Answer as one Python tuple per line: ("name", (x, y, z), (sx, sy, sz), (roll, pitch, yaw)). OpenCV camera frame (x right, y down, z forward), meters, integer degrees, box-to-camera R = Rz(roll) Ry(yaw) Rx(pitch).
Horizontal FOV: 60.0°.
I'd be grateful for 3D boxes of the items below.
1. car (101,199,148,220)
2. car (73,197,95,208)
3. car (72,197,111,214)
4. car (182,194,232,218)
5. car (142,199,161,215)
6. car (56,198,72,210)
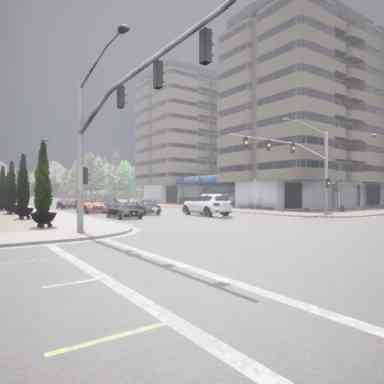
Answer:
("car", (-5.788, 1.564, 28.270), (1.994, 1.385, 4.181), (0, 0, -35))
("car", (-15.943, 1.505, 49.045), (1.837, 1.490, 4.892), (0, 0, -34))
("car", (-10.744, 1.352, 35.403), (2.097, 1.767, 4.553), (0, 0, -35))
("car", (1.317, 1.221, 30.662), (2.150, 2.045, 5.566), (0, 0, -35))
("car", (-4.811, 1.492, 32.993), (2.128, 1.511, 4.902), (0, 0, -35))
("car", (-16.463, 1.526, 43.650), (1.812, 1.442, 4.674), (0, 0, -35))
